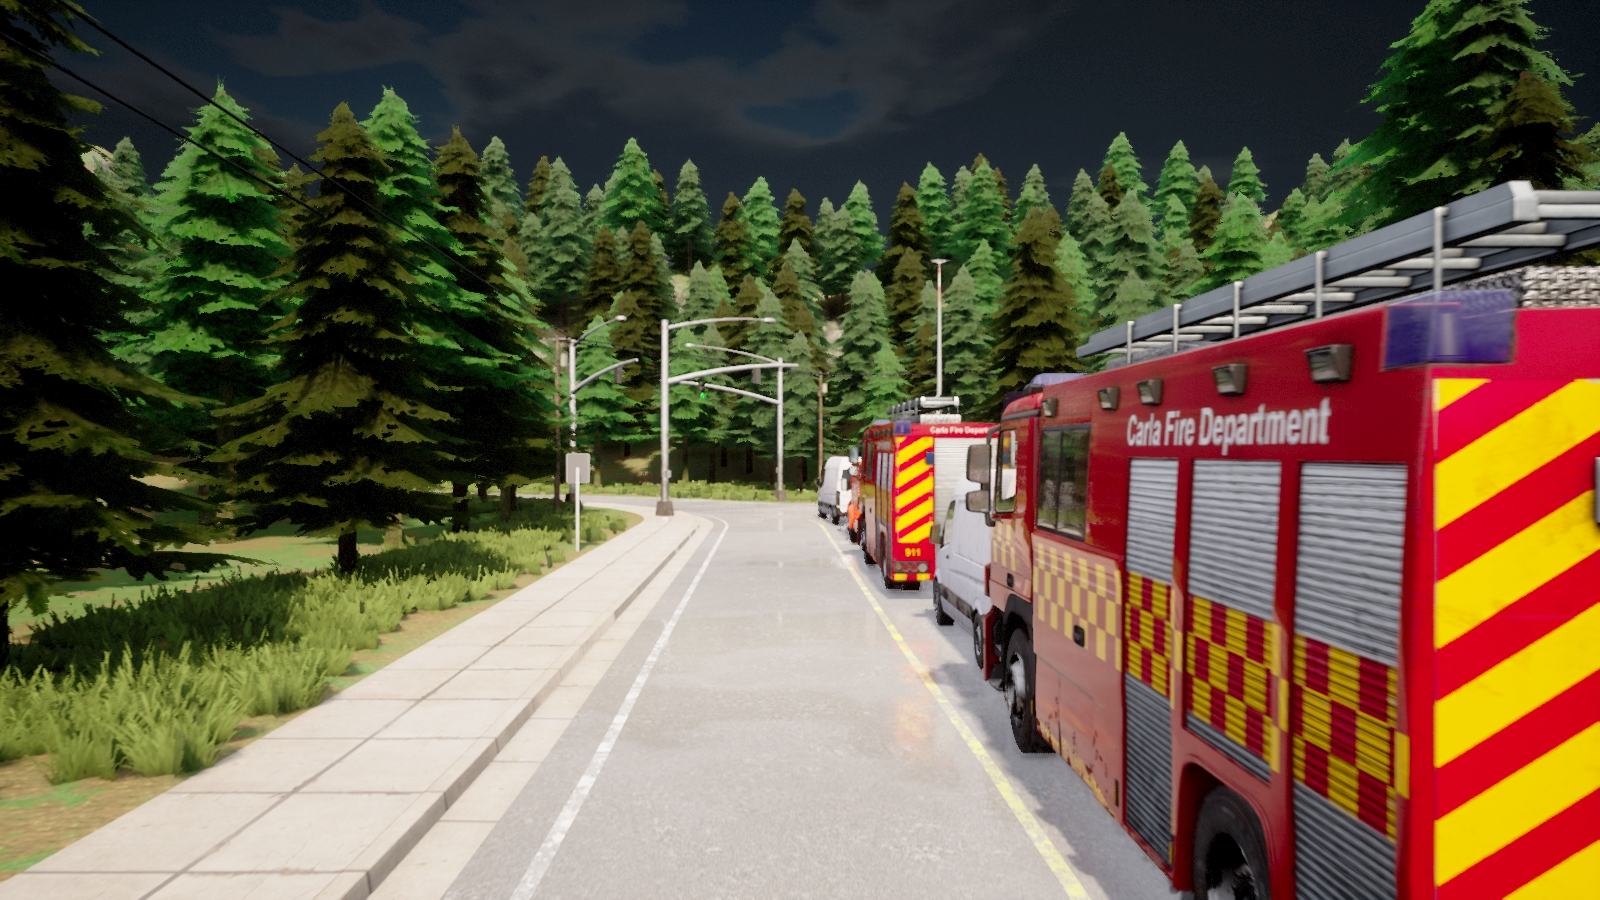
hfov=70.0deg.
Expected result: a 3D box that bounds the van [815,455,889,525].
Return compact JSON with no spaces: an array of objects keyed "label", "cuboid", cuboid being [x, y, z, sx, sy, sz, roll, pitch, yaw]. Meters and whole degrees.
[{"label":"van","cuboid":[1.973,1.511,45.297,1.988,2.561,5.915,0,0,-7]}]

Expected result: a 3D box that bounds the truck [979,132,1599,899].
[{"label":"truck","cuboid":[3.444,0.858,8.053,2.891,3.827,8.468,0,0,-1]}]

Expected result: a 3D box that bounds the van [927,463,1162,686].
[{"label":"van","cuboid":[3.232,1.509,16.504,1.988,2.561,5.915,0,0,-1]}]

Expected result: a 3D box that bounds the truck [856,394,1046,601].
[{"label":"truck","cuboid":[3.014,0.866,25.388,2.891,3.827,8.468,0,0,-1]}]
